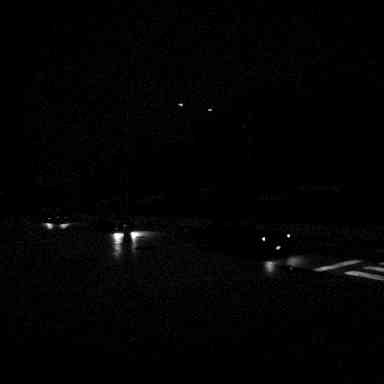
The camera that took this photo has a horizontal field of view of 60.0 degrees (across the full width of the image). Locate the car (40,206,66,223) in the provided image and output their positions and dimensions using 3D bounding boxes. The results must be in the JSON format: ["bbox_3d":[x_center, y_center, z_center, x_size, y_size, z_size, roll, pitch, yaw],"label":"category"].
[{"bbox_3d":[-17.623,2.823,42.039,2.150,2.045,5.566,0,-3,-35],"label":"car"}]

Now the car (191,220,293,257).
[{"bbox_3d":[2.020,1.898,14.556,1.895,1.301,4.718,0,-2,-36],"label":"car"}]

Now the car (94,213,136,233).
[{"bbox_3d":[-5.962,2.343,25.655,1.994,1.385,4.181,0,-2,-37],"label":"car"}]
